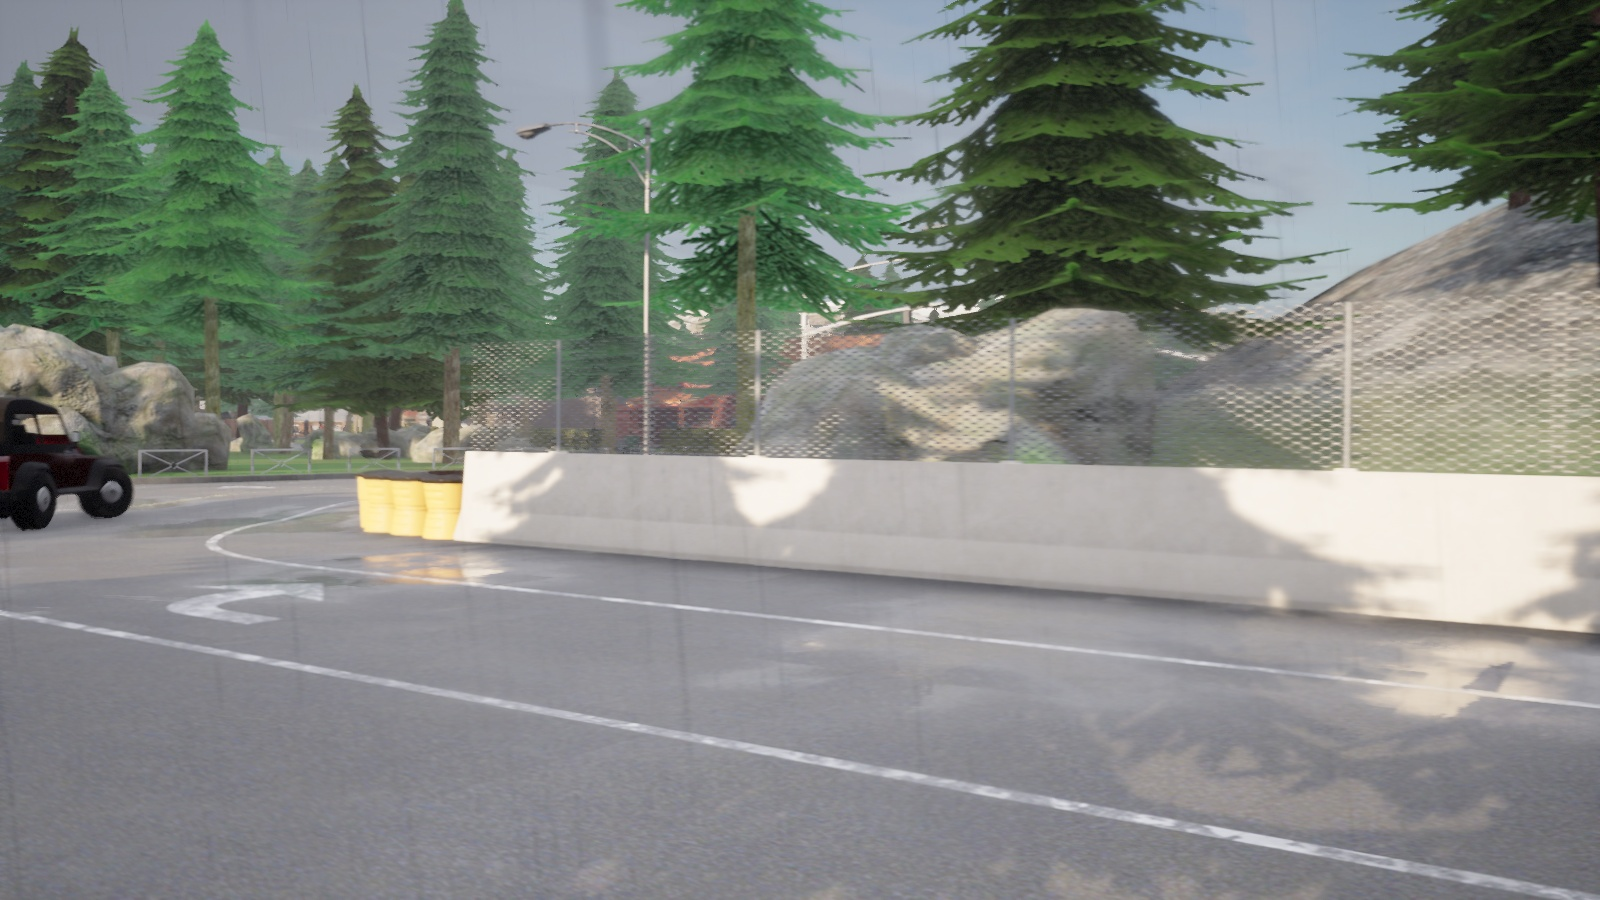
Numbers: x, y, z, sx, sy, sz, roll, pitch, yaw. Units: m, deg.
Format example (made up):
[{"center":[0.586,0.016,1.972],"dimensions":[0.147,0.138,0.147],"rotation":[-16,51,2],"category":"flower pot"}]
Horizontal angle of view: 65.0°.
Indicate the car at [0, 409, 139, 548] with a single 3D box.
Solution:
[{"center":[-11.713,0.377,18.754],"dimensions":[1.905,1.878,3.866],"rotation":[-1,1,-6],"category":"car"}]
